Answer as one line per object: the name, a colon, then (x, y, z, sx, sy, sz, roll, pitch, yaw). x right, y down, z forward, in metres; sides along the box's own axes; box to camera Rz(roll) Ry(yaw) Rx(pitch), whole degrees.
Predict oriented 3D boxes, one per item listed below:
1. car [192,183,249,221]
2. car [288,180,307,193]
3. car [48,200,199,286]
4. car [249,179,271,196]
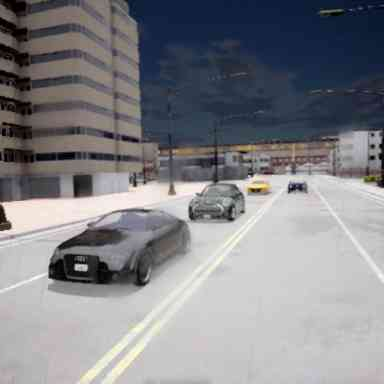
car: (1.362, 0.363, 16.829, 2.097, 1.767, 4.553, 0, 3, 18)
car: (11.076, -0.637, 34.841, 1.895, 1.301, 4.718, 0, 3, 18)
car: (-1.483, 1.129, 8.176, 1.994, 1.385, 4.181, 0, 3, 18)
car: (6.602, -0.528, 32.683, 1.882, 1.535, 5.008, 0, 3, 19)
